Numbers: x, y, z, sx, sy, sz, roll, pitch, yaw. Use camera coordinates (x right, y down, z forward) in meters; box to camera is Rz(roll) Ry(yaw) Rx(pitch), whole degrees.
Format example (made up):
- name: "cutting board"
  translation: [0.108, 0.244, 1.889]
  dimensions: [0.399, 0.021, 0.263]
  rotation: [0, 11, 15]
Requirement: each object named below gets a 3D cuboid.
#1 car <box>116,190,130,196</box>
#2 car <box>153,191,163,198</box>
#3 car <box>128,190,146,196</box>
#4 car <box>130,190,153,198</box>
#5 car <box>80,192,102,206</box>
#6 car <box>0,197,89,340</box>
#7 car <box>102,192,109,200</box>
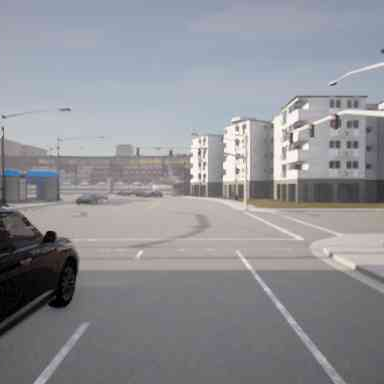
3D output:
- name: "car"
  translation: [-16.691, 0.309, 80.780]
  dimensions: [4.674, 1.442, 1.812]
  rotation: [1, 1, 45]
- name: "car"
  translation: [-8.288, 0.477, 75.700]
  dimensions: [1.837, 1.490, 4.892]
  rotation: [-1, 1, -33]
- name: "car"
  translation: [-13.793, 0.212, 82.812]
  dimensions: [4.892, 1.490, 1.837]
  rotation: [1, 1, 45]
- name: "car"
  translation: [-11.155, 0.535, 73.688]
  dimensions: [2.128, 1.511, 4.902]
  rotation: [-1, 1, -33]
- name: "car"
  translation: [-13.805, 0.962, 44.084]
  dimensions: [1.882, 1.535, 5.008]
  rotation: [0, 1, -1]
- name: "car"
  translation: [-3.453, 1.205, 4.738]
  dimensions: [2.150, 2.045, 5.566]
  rotation: [0, 0, 0]
- name: "car"
  translation: [-16.311, 0.748, 60.394]
  dimensions: [1.812, 1.442, 4.674]
  rotation: [0, 1, -20]
